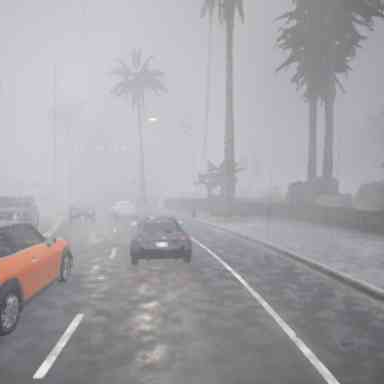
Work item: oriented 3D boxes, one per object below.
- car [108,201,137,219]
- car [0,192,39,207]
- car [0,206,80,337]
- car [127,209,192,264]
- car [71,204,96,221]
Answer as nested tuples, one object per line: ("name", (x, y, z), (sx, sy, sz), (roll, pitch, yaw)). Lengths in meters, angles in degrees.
("car", (-5.872, 1.479, 28.232), (1.812, 1.442, 4.674), (0, 0, -22))
("car", (-10.226, 1.226, 19.287), (2.150, 2.045, 5.566), (0, 0, -18))
("car", (-4.003, 1.356, 6.733), (2.097, 1.767, 4.553), (0, 0, -5))
("car", (-1.196, 1.537, 11.939), (1.994, 1.385, 4.181), (0, 0, -9))
("car", (-8.785, 1.576, 26.268), (1.895, 1.301, 4.718), (0, 0, -21))
